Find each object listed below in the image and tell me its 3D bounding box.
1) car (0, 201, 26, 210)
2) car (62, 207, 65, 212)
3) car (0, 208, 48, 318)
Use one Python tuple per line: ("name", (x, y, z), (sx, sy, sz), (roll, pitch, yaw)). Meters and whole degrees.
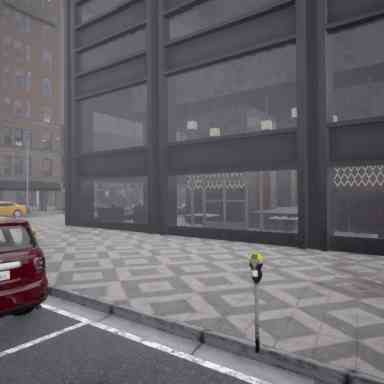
("car", (-18.234, 1.641, 31.175), (1.882, 1.535, 5.008), (-1, -1, 36))
("car", (-12.461, 1.794, 39.157), (2.033, 1.411, 5.357), (-1, -1, 35))
("car", (-4.743, 1.317, 6.248), (5.009, 1.841, 2.192), (0, -1, 36))
